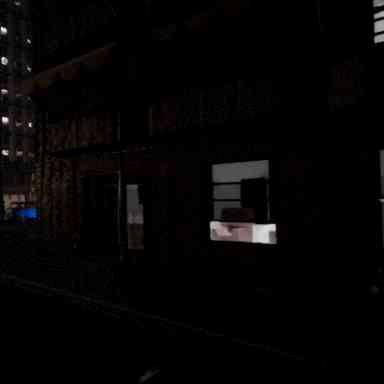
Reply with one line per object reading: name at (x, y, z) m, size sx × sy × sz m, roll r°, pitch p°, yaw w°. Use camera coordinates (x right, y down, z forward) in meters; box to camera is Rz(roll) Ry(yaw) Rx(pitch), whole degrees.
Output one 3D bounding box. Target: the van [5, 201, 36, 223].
van at (-14.164, 1.712, 29.308) m, size 1.690 × 1.788 × 3.998 m, roll -2°, pitch -1°, yaw 36°
